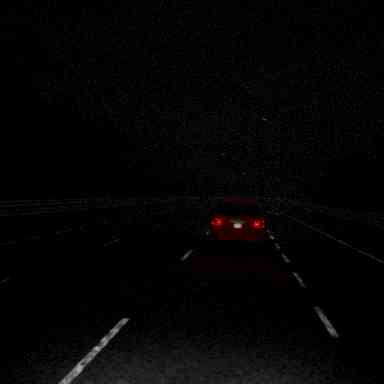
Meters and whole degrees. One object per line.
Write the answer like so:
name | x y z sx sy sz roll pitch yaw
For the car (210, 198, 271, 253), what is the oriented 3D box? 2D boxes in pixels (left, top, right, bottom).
car | 2.069 1.328 14.682 2.150 2.045 5.566 2 0 9

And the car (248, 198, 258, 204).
car | 15.426 2.310 83.966 2.033 1.411 5.357 2 0 15

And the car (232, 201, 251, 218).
car | 5.300 1.802 35.219 1.812 1.442 4.674 2 0 9

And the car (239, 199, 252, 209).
car | 9.298 2.017 57.617 2.033 1.411 5.357 2 0 12
